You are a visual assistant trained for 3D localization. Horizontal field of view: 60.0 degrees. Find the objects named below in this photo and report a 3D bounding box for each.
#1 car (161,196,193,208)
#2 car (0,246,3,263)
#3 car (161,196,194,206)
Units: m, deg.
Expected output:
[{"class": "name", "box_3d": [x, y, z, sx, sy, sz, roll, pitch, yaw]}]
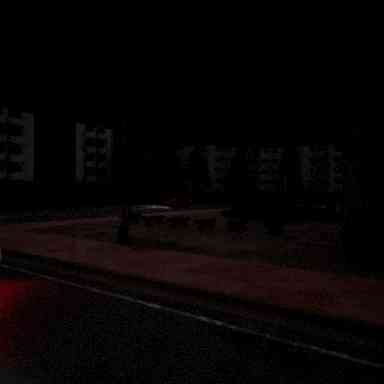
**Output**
[{"class": "car", "box_3d": [-2.155, 1.426, 48.366, 5.008, 1.535, 1.882, 0, 0, -37]}, {"class": "car", "box_3d": [-7.206, 1.582, 9.100, 4.718, 1.301, 1.895, 0, 0, 36]}, {"class": "car", "box_3d": [-2.257, 1.449, 52.588, 4.892, 1.490, 1.837, 0, 0, -34]}]
